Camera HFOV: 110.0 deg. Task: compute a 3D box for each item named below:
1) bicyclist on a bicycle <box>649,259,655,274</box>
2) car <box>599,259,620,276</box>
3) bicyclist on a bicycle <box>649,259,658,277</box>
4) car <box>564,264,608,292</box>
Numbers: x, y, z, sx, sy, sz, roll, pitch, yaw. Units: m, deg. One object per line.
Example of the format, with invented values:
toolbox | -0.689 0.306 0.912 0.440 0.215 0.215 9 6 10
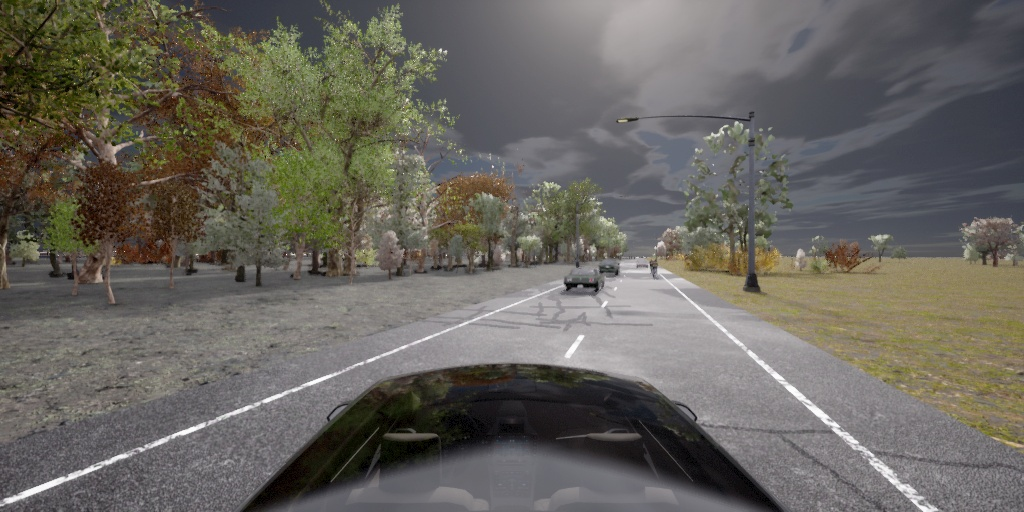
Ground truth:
bicyclist on a bicycle | 16.169 1.212 41.523 0.582 1.620 1.656 0 0 19
car | 10.432 1.109 38.407 2.097 1.767 4.553 0 0 20
bicyclist on a bicycle | 13.181 1.210 33.090 0.582 1.620 1.656 0 0 19
car | 4.490 1.354 21.638 1.895 1.301 4.718 0 0 20
